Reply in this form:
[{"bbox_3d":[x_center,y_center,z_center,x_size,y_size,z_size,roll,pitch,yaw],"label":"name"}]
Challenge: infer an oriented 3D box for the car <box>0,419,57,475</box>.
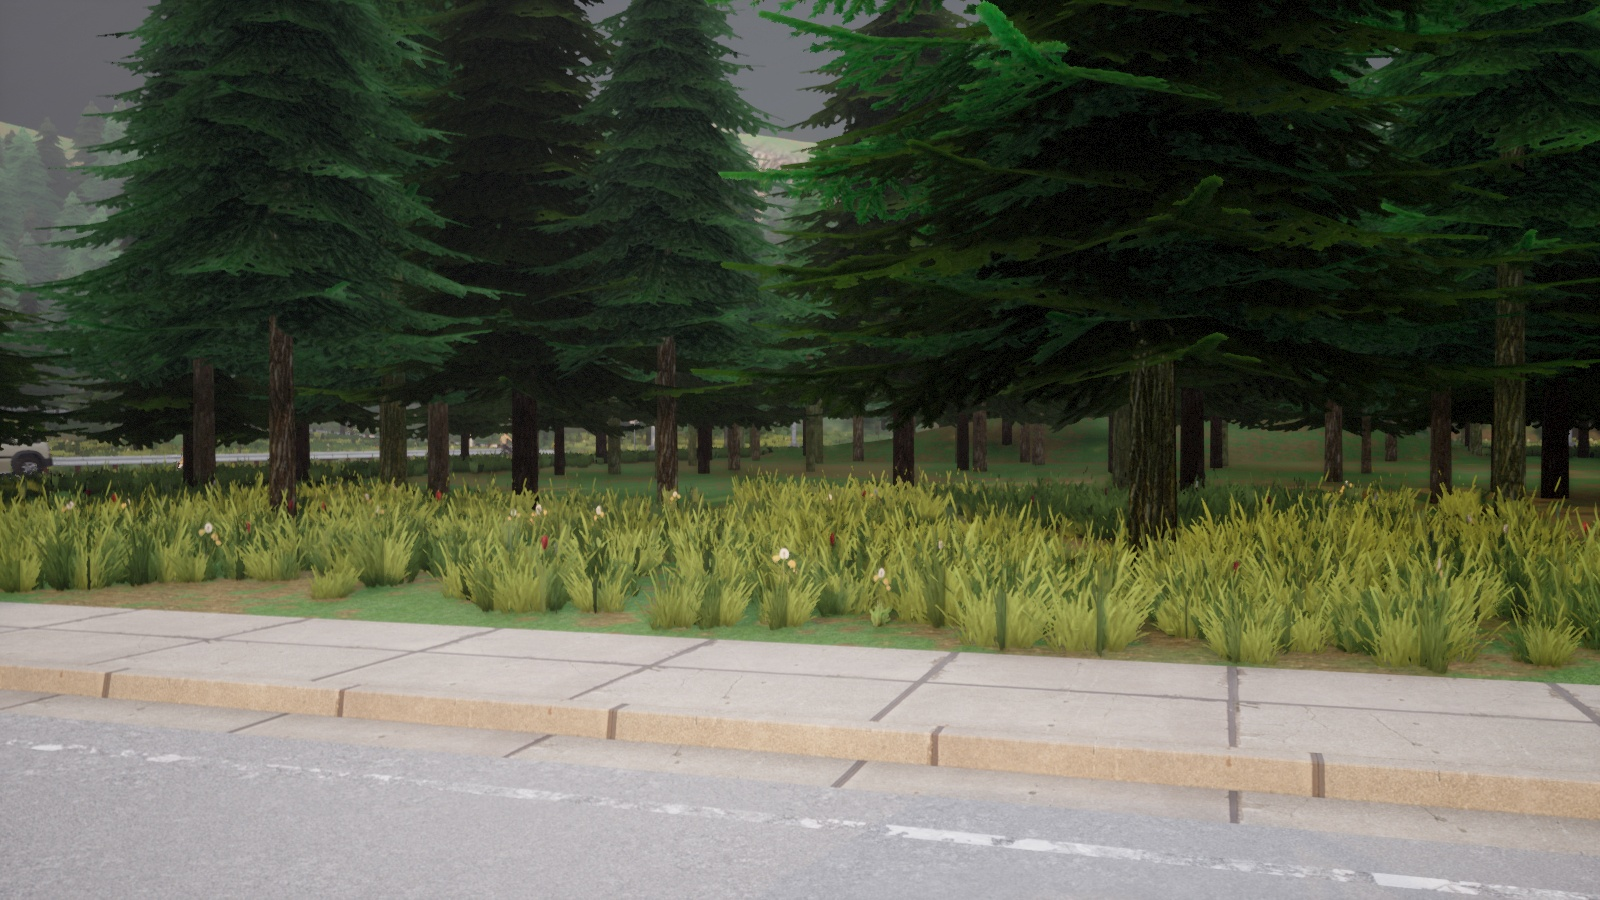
[{"bbox_3d":[-27.691,-0.116,41.882,1.932,1.855,4.605,1,1,34],"label":"car"}]
